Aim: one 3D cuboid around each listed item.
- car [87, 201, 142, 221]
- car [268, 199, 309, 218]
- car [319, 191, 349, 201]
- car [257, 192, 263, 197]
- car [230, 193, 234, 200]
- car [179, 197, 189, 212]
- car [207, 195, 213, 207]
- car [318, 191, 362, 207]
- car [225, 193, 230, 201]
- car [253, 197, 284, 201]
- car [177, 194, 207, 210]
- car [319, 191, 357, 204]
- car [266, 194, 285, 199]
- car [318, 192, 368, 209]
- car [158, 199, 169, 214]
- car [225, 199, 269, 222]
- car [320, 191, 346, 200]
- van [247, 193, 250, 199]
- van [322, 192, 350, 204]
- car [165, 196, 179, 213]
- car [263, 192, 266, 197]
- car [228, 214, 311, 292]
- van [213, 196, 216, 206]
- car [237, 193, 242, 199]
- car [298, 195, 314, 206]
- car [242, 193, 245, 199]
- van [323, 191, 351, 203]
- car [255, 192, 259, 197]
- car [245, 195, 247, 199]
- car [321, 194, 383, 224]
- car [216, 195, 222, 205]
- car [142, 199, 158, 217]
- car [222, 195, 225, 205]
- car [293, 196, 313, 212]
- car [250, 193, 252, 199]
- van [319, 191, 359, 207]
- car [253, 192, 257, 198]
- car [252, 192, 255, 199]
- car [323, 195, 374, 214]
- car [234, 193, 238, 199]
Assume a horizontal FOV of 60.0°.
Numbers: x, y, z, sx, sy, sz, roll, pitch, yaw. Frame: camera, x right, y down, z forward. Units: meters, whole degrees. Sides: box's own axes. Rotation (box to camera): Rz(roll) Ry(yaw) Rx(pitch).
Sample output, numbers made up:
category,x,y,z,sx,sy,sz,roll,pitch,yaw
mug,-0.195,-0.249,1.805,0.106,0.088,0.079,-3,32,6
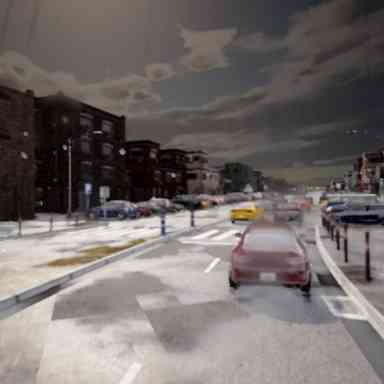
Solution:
category,x,y,z,sx,sy,sz,roll,pitch,yaw
car,-7.283,1.600,30.185,4.553,1.767,2.185,-1,0,21
car,7.069,1.509,24.101,2.128,1.511,4.902,-1,0,20
car,29.903,0.857,70.278,5.566,2.045,2.435,-1,0,21
car,15.670,1.400,89.310,5.008,1.535,2.097,-1,0,21
car,4.710,1.389,61.031,4.553,1.767,2.185,-1,0,21
car,-3.316,1.674,40.486,4.892,1.521,2.231,-1,0,21
car,-0.140,1.605,48.126,5.366,1.575,1.946,-1,0,21
car,20.865,1.003,47.089,5.566,2.045,2.435,-1,0,21
car,3.652,1.408,58.483,4.553,1.767,2.185,-1,0,21
car,8.133,1.561,35.414,2.033,1.411,5.357,-1,0,22
car,-1.343,1.380,45.633,5.566,2.045,2.435,-1,0,21
car,23.900,0.944,54.720,5.566,2.045,2.435,-1,0,21
car,11.786,1.425,44.930,2.128,1.511,4.902,-1,0,21
car,18.855,1.046,41.772,5.566,2.045,2.435,-1,0,21
car,-5.308,1.743,35.339,4.674,1.452,2.002,-1,0,21
car,4.345,1.540,25.705,1.882,1.535,5.008,-1,0,22
car,32.930,0.830,78.044,5.566,2.045,2.435,-1,0,21
van,9.829,1.219,73.963,4.442,1.987,1.878,-1,0,21
van,24.775,0.953,57.363,4.442,1.987,1.878,-1,0,21
car,-4.284,1.563,37.899,4.553,1.767,2.185,-1,0,21
car,16.643,1.145,91.888,5.566,2.045,2.435,-1,0,21
car,2.088,1.556,9.003,1.812,1.442,4.674,-1,0,14
van,0.791,1.363,50.720,4.442,1.987,1.878,-1,0,21
car,6.687,1.486,66.179,4.892,1.521,2.231,-1,0,21
car,18.008,1.306,52.367,2.128,1.511,4.902,-1,0,21
car,7.686,1.472,68.749,4.892,1.521,2.231,-1,0,21
van,26.001,0.935,59.866,4.442,1.987,1.878,-1,0,21
car,13.649,1.441,84.179,4.792,1.488,2.163,-1,0,21
car,8.685,1.459,71.317,4.892,1.521,2.231,-1,0,21
car,12.803,1.290,26.229,4.553,1.767,2.185,-1,0,21
car,1.680,1.570,53.335,5.008,1.535,2.097,-1,0,21
car,-6.314,1.717,32.773,5.008,1.535,2.097,-1,0,21
car,2.653,1.426,55.914,4.553,1.767,2.185,-1,0,21
car,12.504,1.286,38.259,2.097,1.767,4.553,-1,0,21
car,10.681,1.476,76.458,4.674,1.452,2.002,-1,0,21
van,13.719,1.180,28.993,4.442,1.987,1.878,-1,0,21
car,12.682,1.419,81.596,4.892,1.521,2.231,-1,0,21
car,11.505,1.427,79.097,5.366,1.575,1.946,-1,0,21
car,15.832,1.239,34.004,4.553,1.767,2.185,-1,0,21
car,5.688,1.501,63.609,4.892,1.521,2.231,-1,0,21
